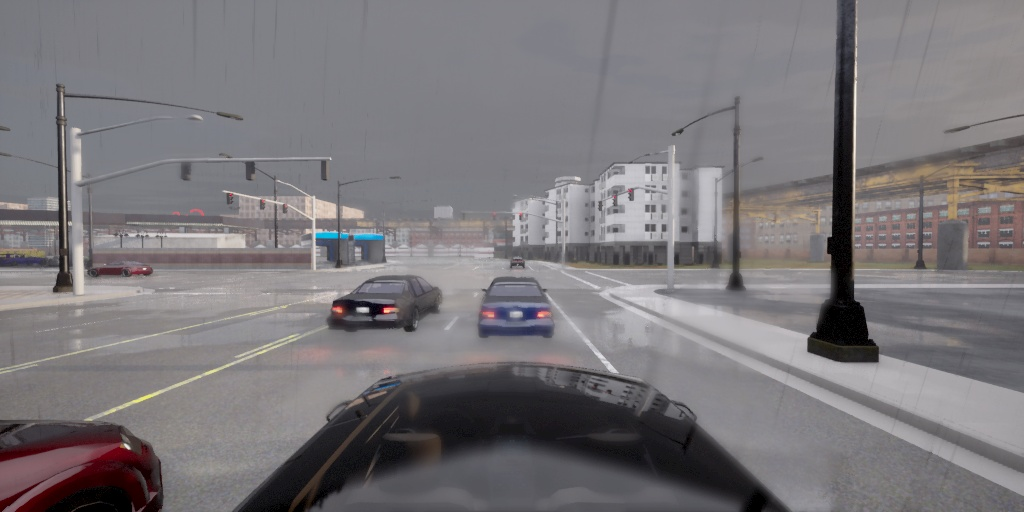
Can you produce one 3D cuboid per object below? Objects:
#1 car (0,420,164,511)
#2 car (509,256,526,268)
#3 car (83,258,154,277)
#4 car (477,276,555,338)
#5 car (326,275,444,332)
[{"bbox_3d":[-3.394,1.314,0.711,1.994,1.385,4.181,0,0,-1],"label":"car"},{"bbox_3d":[0.695,0.771,46.195,1.837,1.490,4.892,0,1,0],"label":"car"},{"bbox_3d":[-33.766,1.084,30.947,4.181,1.385,1.994,0,1,-1],"label":"car"},{"bbox_3d":[0.088,1.280,10.107,2.033,1.411,5.357,0,0,0],"label":"car"},{"bbox_3d":[-3.408,1.274,10.708,2.033,1.411,5.357,0,0,0],"label":"car"}]
